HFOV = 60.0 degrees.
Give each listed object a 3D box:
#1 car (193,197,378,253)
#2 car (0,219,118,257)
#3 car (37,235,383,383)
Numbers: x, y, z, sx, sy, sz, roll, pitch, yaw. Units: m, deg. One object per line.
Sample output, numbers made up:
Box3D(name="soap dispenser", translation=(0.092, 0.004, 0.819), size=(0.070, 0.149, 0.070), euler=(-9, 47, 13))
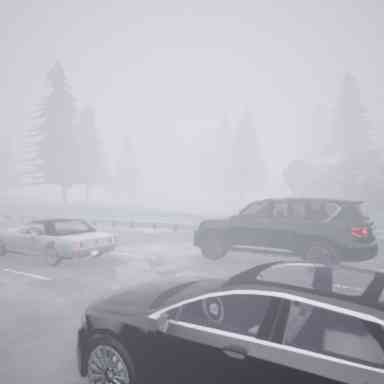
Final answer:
Box3D(name="car", translation=(2.698, 1.182, 10.539), size=(5.566, 2.045, 2.150), euler=(0, 0, 34))
Box3D(name="car", translation=(-4.827, 1.558, 11.314), size=(4.718, 1.301, 1.895), euler=(0, 0, 33))
Box3D(name="car", translation=(0.866, 1.479, 3.281), size=(4.902, 1.511, 2.128), euler=(0, 0, 35))
